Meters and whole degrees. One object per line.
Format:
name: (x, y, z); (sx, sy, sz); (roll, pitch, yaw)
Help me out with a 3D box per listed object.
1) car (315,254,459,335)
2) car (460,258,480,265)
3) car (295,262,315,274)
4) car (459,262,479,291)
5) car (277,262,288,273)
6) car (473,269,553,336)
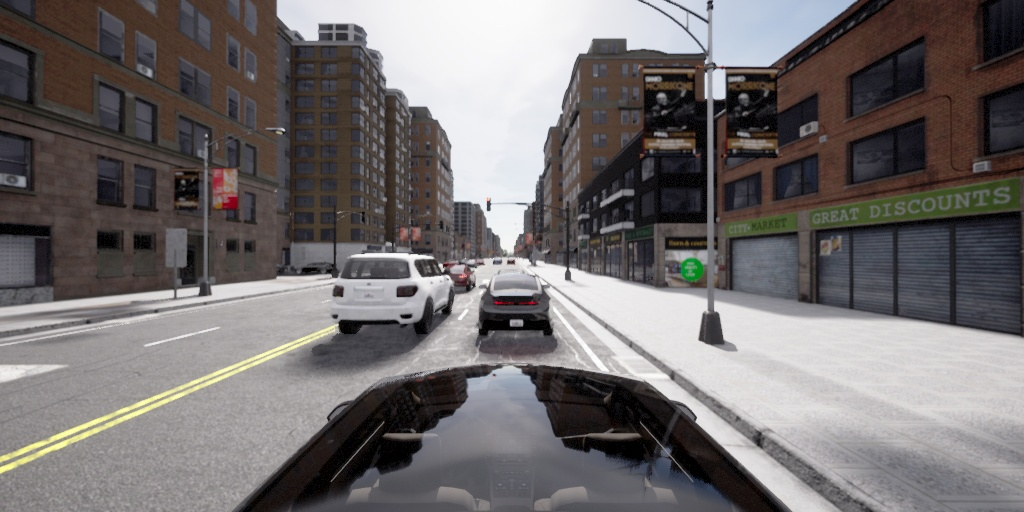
car: (-3.175, 0.967, 10.651); (2.150, 2.045, 5.566); (0, 0, 0)
car: (-6.733, 1.308, 58.019); (1.994, 1.385, 4.181); (0, 0, 0)
car: (-22.255, 1.327, 40.738); (4.313, 1.339, 1.948); (0, 0, 0)
car: (-3.263, 1.269, 21.619); (1.812, 1.442, 4.674); (0, 0, 0)
car: (-27.918, 1.312, 40.749); (4.403, 1.370, 2.007); (0, 0, 0)
car: (0.079, 1.251, 10.413); (1.837, 1.490, 4.892); (0, 0, 0)
